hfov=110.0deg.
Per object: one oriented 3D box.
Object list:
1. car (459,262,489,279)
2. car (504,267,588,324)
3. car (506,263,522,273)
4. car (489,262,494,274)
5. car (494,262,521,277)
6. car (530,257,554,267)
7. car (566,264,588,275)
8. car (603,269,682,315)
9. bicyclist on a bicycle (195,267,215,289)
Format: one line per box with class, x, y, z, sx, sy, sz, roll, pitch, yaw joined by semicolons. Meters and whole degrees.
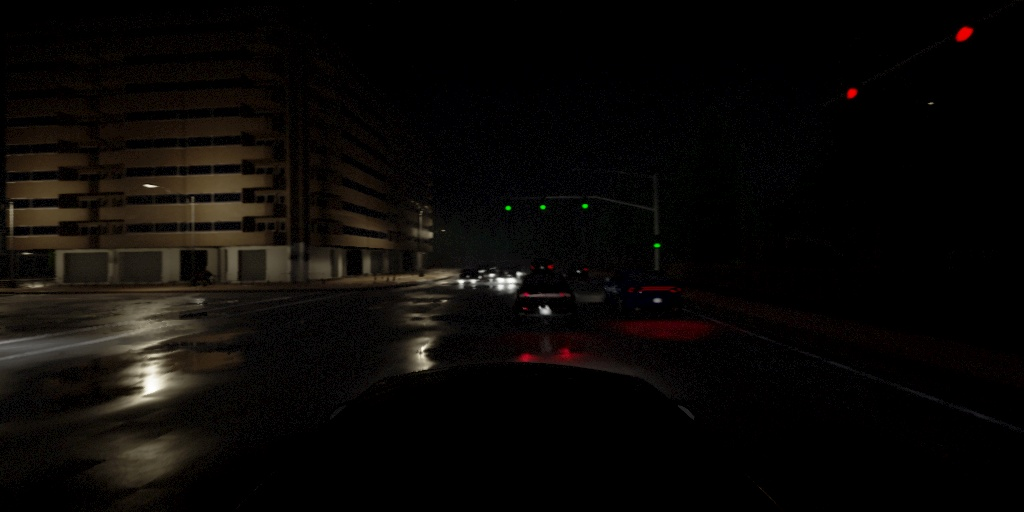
car;-4.079;1.621;37.565;2.033;1.411;5.357;-1;0;5
car;1.105;1.317;12.255;2.128;1.511;4.902;-1;0;5
car;0.306;1.666;50.636;1.994;1.385;4.181;-1;-1;3
car;-3.287;1.646;48.938;1.837;1.490;4.892;-1;0;3
car;-0.392;1.525;39.798;2.128;1.511;4.902;-1;0;5
car;2.957;1.171;35.458;2.150;2.045;5.566;-1;0;5
car;6.565;1.467;36.602;1.994;1.385;4.181;-1;0;5
car;4.728;1.245;13.654;1.882;1.535;5.008;-1;0;5
bicyclist on a bicycle;-23.528;1.657;27.465;0.582;1.620;1.656;-1;0;4
